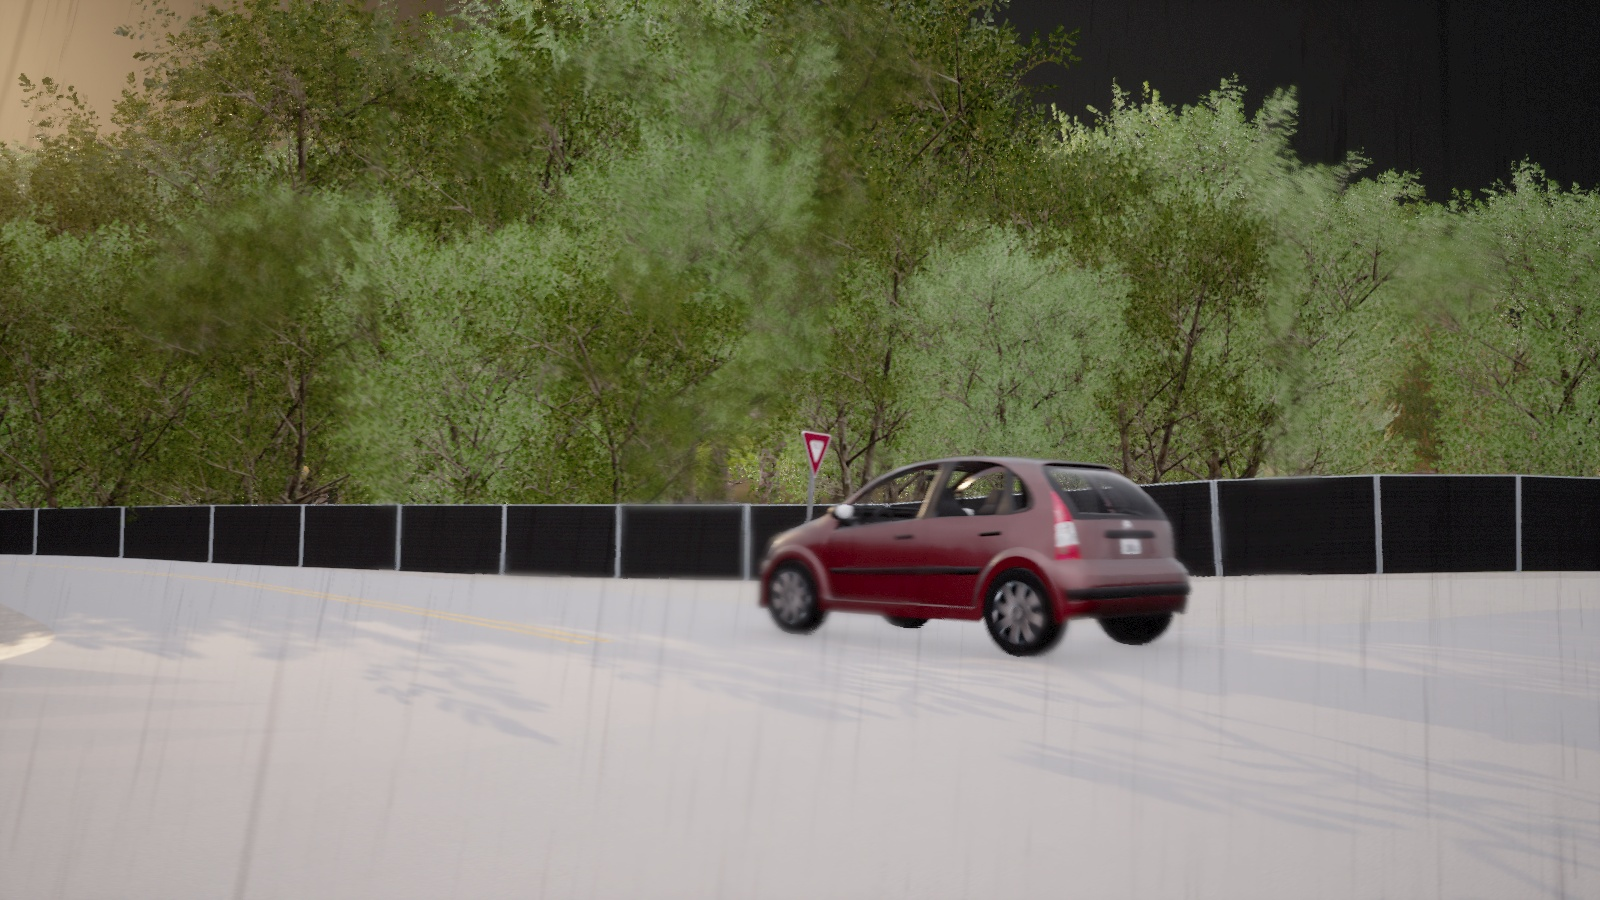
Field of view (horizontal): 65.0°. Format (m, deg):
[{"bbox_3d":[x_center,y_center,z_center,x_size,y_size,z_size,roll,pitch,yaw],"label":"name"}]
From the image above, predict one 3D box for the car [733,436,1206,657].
[{"bbox_3d":[1.352,0.850,11.339,1.851,1.617,3.988,3,-5,-41],"label":"car"}]
